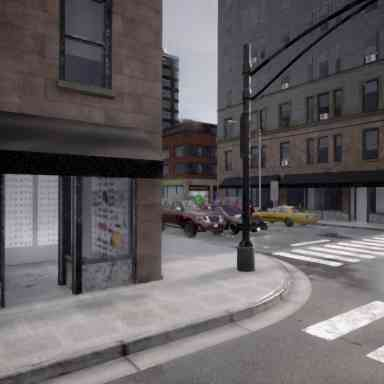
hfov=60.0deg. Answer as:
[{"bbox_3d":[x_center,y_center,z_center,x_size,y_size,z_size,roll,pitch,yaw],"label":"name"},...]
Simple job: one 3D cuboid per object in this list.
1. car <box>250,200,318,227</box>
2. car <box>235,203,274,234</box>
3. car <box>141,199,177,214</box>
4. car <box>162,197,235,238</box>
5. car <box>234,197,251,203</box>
[{"bbox_3d":[6.115,1.529,22.703,1.752,1.417,4.829,0,0,-36],"label":"car"},{"bbox_3d":[1.796,1.528,19.250,2.033,1.411,5.357,0,0,-38],"label":"car"},{"bbox_3d":[-3.685,1.530,36.431,1.887,1.381,4.507,0,0,-36],"label":"car"},{"bbox_3d":[-0.322,1.285,17.909,2.192,1.841,5.009,0,0,-36],"label":"car"},{"bbox_3d":[2.915,1.313,27.187,2.192,1.841,5.009,0,0,-36],"label":"car"}]
